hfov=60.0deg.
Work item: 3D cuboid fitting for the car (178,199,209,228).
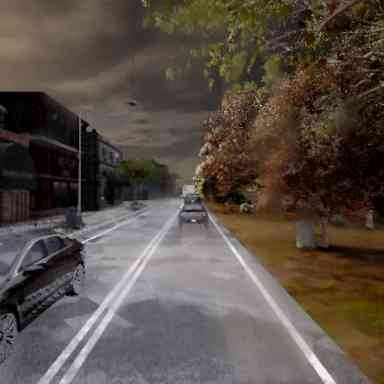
[{"bbox_3d":[0.101,1.491,22.239,2.128,1.511,4.902,0,0,0],"label":"car"}]

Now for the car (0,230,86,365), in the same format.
[{"bbox_3d":[-3.345,1.493,5.807,2.128,1.511,4.902,0,0,0],"label":"car"}]

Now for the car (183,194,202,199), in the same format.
[{"bbox_3d":[0.100,1.215,42.318,2.150,2.045,5.566,0,0,0],"label":"car"}]
